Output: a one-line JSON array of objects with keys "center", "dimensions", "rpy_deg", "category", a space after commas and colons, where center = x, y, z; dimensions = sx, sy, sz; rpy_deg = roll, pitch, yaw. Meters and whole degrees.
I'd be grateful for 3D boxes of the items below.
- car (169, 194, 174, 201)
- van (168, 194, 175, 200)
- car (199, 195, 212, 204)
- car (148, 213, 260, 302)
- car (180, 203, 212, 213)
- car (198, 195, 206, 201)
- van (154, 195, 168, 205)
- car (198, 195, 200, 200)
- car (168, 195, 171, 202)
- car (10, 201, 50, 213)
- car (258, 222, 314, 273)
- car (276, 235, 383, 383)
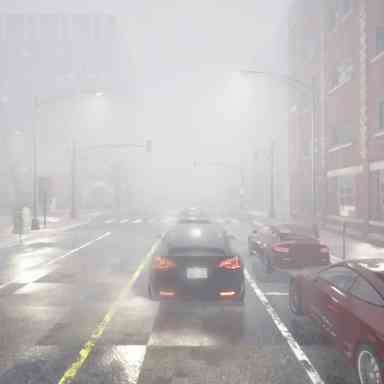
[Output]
[{"center": [-5.745, 1.607, 76.533], "dimensions": [1.802, 1.307, 4.206], "rpy_deg": [1, 0, 0], "category": "car"}, {"center": [-5.756, 1.376, 93.490], "dimensions": [1.690, 1.788, 3.998], "rpy_deg": [1, 0, 0], "category": "van"}, {"center": [2.650, 1.544, 59.714], "dimensions": [1.752, 1.417, 4.829], "rpy_deg": [1, 0, 0], "category": "car"}, {"center": [0.093, 1.506, 8.336], "dimensions": [2.163, 1.488, 4.792], "rpy_deg": [0, 0, 0], "category": "car"}, {"center": [0.086, 1.552, 17.608], "dimensions": [2.033, 1.411, 5.357], "rpy_deg": [0, 0, -1], "category": "car"}, {"center": [2.625, 1.597, 87.806], "dimensions": [1.947, 1.339, 4.313], "rpy_deg": [1, 0, 0], "category": "car"}, {"center": [-5.727, 1.359, 59.576], "dimensions": [1.690, 1.788, 3.998], "rpy_deg": [1, 0, 0], "category": "van"}, {"center": [2.631, 1.573, 82.155], "dimensions": [1.887, 1.381, 4.507], "rpy_deg": [1, 0, 0], "category": "car"}, {"center": [-5.735, 1.602, 65.228], "dimensions": [1.802, 1.307, 4.206], "rpy_deg": [1, 0, 0], "category": "car"}, {"center": [-18.744, 1.730, 38.655], "dimensions": [4.313, 1.339, 1.947], "rpy_deg": [0, -1, 0], "category": "car"}, {"center": [2.829, 1.585, 10.291], "dimensions": [1.802, 1.307, 4.206], "rpy_deg": [1, 0, 0], "category": "car"}, {"center": [2.663, 1.583, 4.635], "dimensions": [1.802, 1.307, 4.206], "rpy_deg": [1, 0, 0], "category": "car"}]
